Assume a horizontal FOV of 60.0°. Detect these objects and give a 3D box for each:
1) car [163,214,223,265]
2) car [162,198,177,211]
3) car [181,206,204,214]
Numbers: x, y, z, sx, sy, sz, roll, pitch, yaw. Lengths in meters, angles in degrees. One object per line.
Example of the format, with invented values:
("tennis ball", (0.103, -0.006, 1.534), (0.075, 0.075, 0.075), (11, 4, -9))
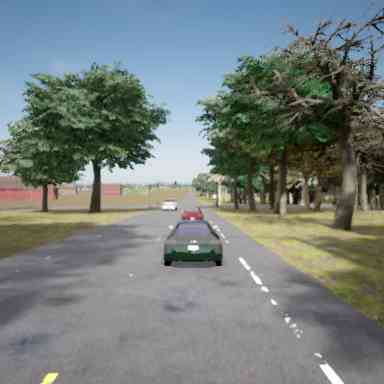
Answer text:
("car", (0.051, 1.723, 12.318), (1.994, 1.385, 4.181), (0, -1, 0))
("car", (-3.570, 2.044, 54.120), (2.150, 2.045, 5.566), (0, -1, 0))
("car", (0.052, 1.903, 28.051), (1.812, 1.442, 4.674), (0, -1, 0))
